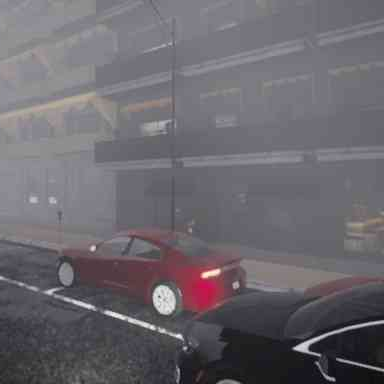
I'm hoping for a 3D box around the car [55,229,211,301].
[{"bbox_3d":[-1.070,1.465,7.129,4.507,1.381,1.887,1,0,34],"label":"car"}]

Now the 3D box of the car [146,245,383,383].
[{"bbox_3d":[2.098,1.526,2.751,4.892,1.490,1.837,1,1,34],"label":"car"}]

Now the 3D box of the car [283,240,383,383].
[{"bbox_3d":[3.629,1.585,3.957,4.507,1.381,1.887,1,0,34],"label":"car"}]
